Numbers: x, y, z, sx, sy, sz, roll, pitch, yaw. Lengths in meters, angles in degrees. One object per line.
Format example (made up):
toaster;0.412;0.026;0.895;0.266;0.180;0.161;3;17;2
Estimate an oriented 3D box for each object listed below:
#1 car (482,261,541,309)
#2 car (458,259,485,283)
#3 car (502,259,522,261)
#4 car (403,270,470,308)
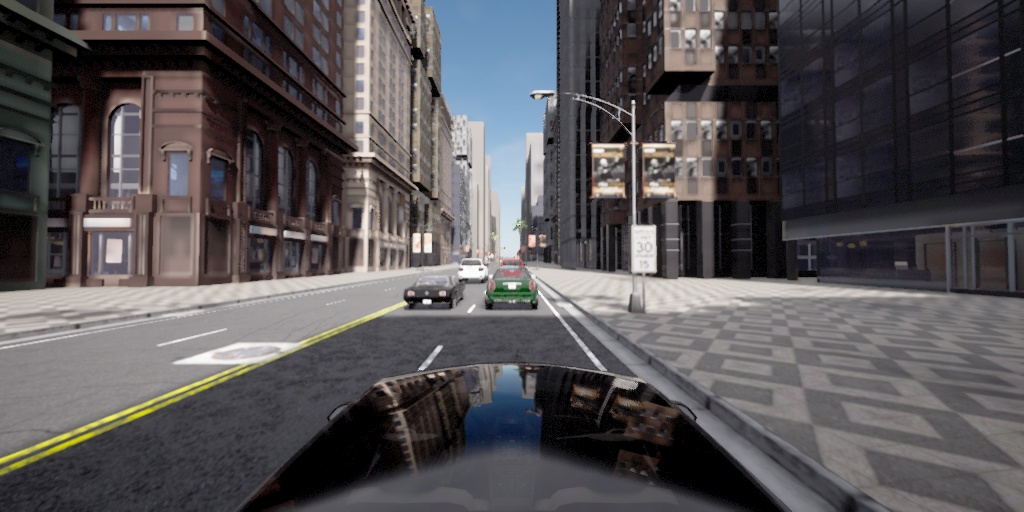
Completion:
car;0.006;1.236;15.938;2.097;1.767;4.553;0;-1;0
car;-3.244;1.249;30.884;2.150;2.045;5.566;0;0;0
car;0.006;1.249;30.866;2.150;2.045;5.566;0;0;0
car;-3.246;1.487;15.972;1.895;1.301;4.718;0;-1;0
